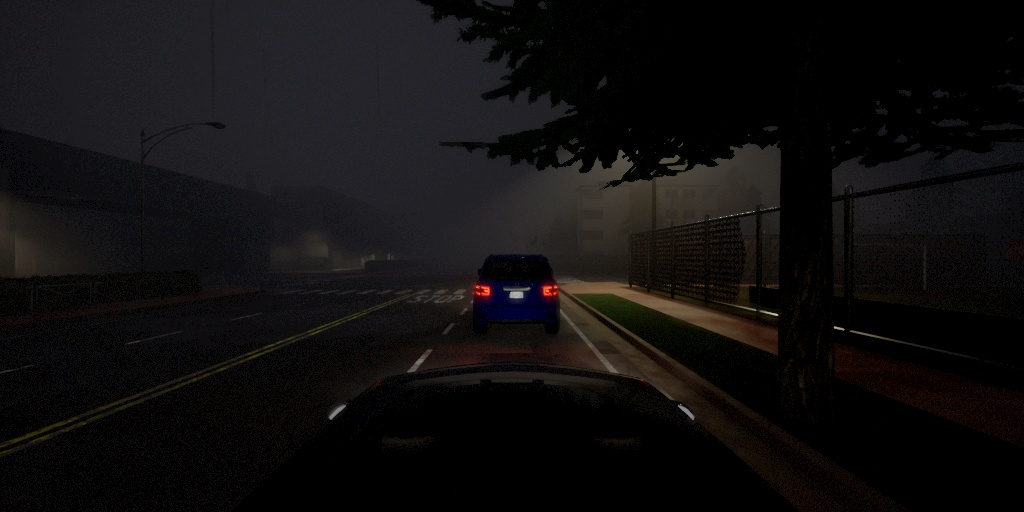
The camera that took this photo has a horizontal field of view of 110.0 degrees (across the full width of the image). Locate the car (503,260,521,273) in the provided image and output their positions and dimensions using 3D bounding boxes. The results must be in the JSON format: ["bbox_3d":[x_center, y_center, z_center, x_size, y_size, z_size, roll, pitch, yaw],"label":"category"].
[{"bbox_3d":[0.015,1.241,45.649,2.128,1.511,4.902,0,0,0],"label":"car"}]

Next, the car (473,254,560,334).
[{"bbox_3d":[0.113,0.972,10.780,2.150,2.045,5.566,0,0,0],"label":"car"}]
